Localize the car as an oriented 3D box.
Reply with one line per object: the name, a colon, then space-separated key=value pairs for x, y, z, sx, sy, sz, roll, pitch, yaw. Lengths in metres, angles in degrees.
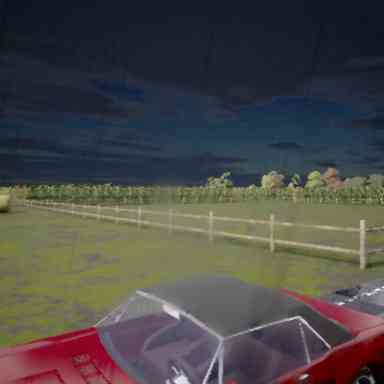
car: x=-0.072 y=1.608 z=3.010 sx=4.718 sy=1.301 sz=1.895 roll=0 pitch=0 yaw=-35
